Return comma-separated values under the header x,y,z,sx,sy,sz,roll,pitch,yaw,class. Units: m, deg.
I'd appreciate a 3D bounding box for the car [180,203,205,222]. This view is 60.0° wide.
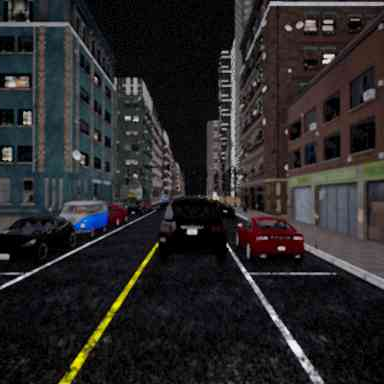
x,y,z,sx,sy,sz,roll,pitch,yaw,class
0.034,1.655,27.853,1.895,1.301,4.718,0,0,1,car

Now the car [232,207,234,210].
x,y,z,sx,sy,sz,roll,pitch,yaw,class
2.689,1.622,28.804,1.947,1.339,4.313,0,0,0,car

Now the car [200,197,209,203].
x,y,z,sx,sy,sz,roll,pitch,yaw,class
2.676,1.741,72.257,1.802,1.307,4.206,0,0,0,car

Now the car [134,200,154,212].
x,y,z,sx,sy,sz,roll,pitch,yaw,class
-5.695,1.662,39.861,1.802,1.307,4.206,0,0,0,car

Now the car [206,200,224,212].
x,y,z,sx,sy,sz,roll,pitch,yaw,class
2.686,1.645,39.851,1.947,1.339,4.313,0,0,0,car

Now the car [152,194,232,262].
x,y,z,sx,sy,sz,roll,pitch,yaw,class
0.033,1.246,12.338,2.150,2.045,5.566,0,0,0,car

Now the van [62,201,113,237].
x,y,z,sx,sy,sz,roll,pitch,yaw,class
-5.687,1.375,17.768,1.690,1.788,3.998,0,0,0,van

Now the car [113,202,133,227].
x,y,z,sx,sy,sz,roll,pitch,yaw,class
-5.690,1.590,23.291,1.887,1.381,4.507,0,0,0,car

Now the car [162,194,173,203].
x,y,z,sx,sy,sz,roll,pitch,yaw,class
-5.704,1.490,77.784,2.192,1.841,5.009,0,0,0,car

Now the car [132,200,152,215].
x,y,z,sx,sy,sz,roll,pitch,yaw,class
-5.693,1.633,34.337,1.947,1.339,4.313,0,0,0,car

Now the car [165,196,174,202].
x,y,z,sx,sy,sz,roll,pitch,yaw,class
-5.708,1.734,83.311,1.887,1.381,4.507,0,0,0,car

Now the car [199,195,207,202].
x,y,z,sx,sy,sz,roll,pitch,yaw,class
2.674,1.629,83.313,1.967,1.590,4.097,0,0,0,car

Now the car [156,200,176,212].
x,y,z,sx,sy,sz,roll,pitch,yaw,class
-3.062,1.645,40.150,1.994,1.385,4.181,0,0,0,car

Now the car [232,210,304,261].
x,y,z,sx,sy,sz,roll,pitch,yaw,class
2.694,1.568,12.234,1.887,1.381,4.507,0,0,0,car

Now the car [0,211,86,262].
x,y,z,sx,sy,sz,roll,pitch,yaw,class
-5.687,1.589,12.243,1.947,1.339,4.313,0,0,0,car
